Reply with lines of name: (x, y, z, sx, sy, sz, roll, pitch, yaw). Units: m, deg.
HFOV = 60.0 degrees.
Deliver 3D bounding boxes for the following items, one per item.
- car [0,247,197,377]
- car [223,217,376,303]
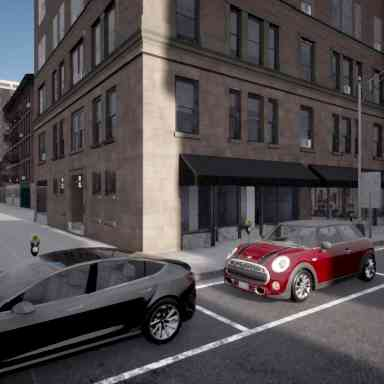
car: (-1.911, 1.566, 4.829, 4.313, 1.339, 1.947, 0, 0, -36)
car: (2.692, 1.440, 8.160, 4.097, 1.590, 1.967, 0, 0, -36)
